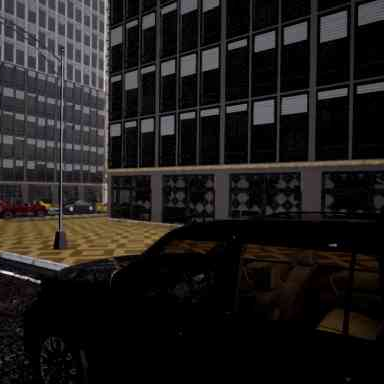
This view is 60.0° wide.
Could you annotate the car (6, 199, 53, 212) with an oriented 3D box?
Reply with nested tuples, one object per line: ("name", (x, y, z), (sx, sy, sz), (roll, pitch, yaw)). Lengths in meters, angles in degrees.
("car", (-19.632, 1.640, 40.456), (1.752, 1.417, 4.829), (1, 0, 37))

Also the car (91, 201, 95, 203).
("car", (-9.337, 1.828, 40.263), (1.752, 1.417, 4.829), (1, 0, 37))

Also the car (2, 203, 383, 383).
("car", (0.665, 1.221, 3.209), (5.566, 2.045, 2.150), (0, 0, 36))

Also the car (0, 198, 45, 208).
("car", (-16.161, 1.517, 31.071), (2.192, 1.841, 5.009), (1, 0, 37))

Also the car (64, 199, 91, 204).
("car", (-14.697, 1.703, 42.739), (1.837, 1.490, 4.892), (1, 0, 37))

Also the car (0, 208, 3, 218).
("car", (-7.318, 1.347, 8.929), (4.553, 1.767, 2.097), (0, 0, 36))
